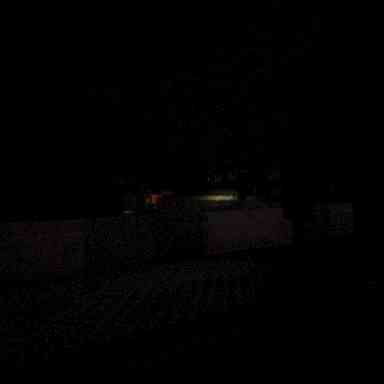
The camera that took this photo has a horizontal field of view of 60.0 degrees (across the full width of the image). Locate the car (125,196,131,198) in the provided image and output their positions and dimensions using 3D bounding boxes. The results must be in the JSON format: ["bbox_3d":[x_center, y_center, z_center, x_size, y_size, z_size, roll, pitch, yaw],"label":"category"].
[{"bbox_3d":[-10.562,1.385,52.686,1.837,1.490,4.892,-1,0,-35],"label":"car"}]
